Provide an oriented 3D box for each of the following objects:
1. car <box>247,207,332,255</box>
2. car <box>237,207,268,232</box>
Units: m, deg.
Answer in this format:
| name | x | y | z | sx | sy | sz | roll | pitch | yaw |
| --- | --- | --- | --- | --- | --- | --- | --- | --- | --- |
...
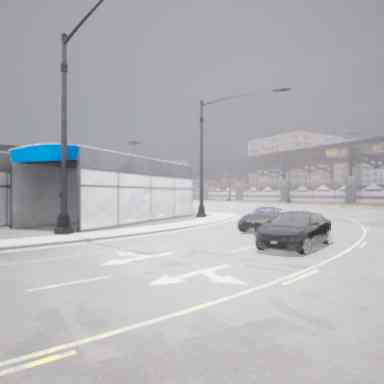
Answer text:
| name | x | y | z | sx | sy | sz | roll | pitch | yaw |
| --- | --- | --- | --- | --- | --- | --- | --- | --- | --- |
| car | 4.381 | 1.533 | 13.850 | 1.882 | 1.535 | 5.008 | 0 | 0 | 36 |
| car | 4.506 | 1.627 | 20.223 | 2.033 | 1.411 | 5.357 | 0 | 0 | 29 |
